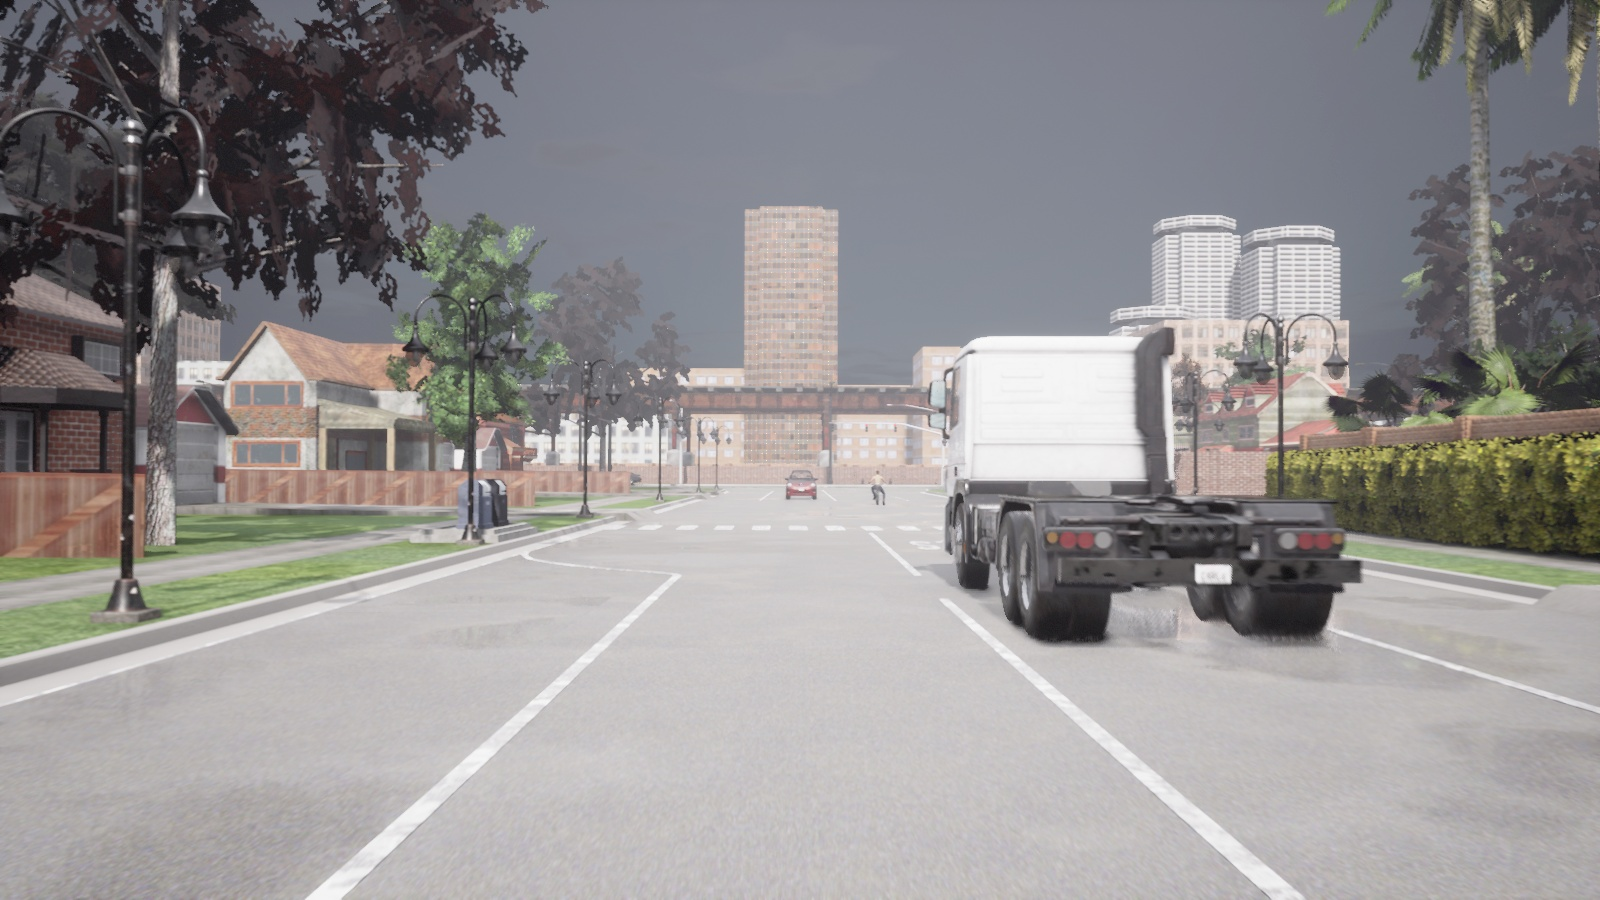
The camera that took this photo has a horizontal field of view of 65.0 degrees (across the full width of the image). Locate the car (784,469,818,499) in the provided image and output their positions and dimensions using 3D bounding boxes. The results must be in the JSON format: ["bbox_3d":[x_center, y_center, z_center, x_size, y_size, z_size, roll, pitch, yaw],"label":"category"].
[{"bbox_3d":[0.073,1.897,70.351,1.851,1.617,3.988,0,-1,0],"label":"car"}]

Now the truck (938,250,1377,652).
[{"bbox_3d":[3.516,0.068,14.808,2.891,3.462,7.936,0,-1,0],"label":"truck"}]
